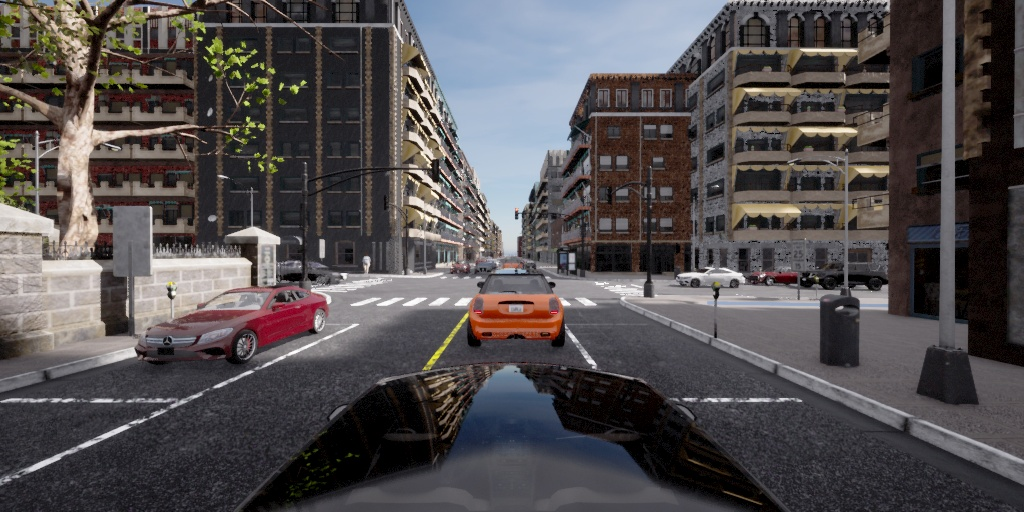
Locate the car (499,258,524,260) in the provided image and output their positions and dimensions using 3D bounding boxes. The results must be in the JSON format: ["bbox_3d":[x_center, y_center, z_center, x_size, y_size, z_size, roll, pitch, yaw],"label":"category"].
[{"bbox_3d":[-0.009,1.099,40.218,2.097,1.767,4.553,0,0,1],"label":"car"}]

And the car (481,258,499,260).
[{"bbox_3d":[-3.171,1.312,49.978,1.994,1.385,4.181,0,0,0],"label":"car"}]

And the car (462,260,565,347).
[{"bbox_3d":[0.113,1.101,9.507,2.097,1.767,4.553,0,0,1],"label":"car"}]

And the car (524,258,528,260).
[{"bbox_3d":[2.605,1.298,51.692,2.007,1.370,4.403,0,0,0],"label":"car"}]

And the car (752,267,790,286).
[{"bbox_3d":[21.334,1.570,28.889,4.097,1.591,1.967,0,0,-1],"label":"car"}]

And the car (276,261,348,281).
[{"bbox_3d":[-13.017,1.047,22.649,4.902,1.511,2.128,1,0,-1],"label":"car"}]

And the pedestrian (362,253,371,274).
[{"bbox_3d":[-12.764,0.651,31.386,0.375,1.860,0.375,0,-1,-1],"label":"pedestrian"}]

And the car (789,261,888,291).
[{"bbox_3d":[24.216,1.417,26.364,5.566,2.045,2.150,1,0,-1],"label":"car"}]

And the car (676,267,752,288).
[{"bbox_3d":[14.474,1.549,26.234,4.674,1.442,1.812,1,0,-2],"label":"car"}]

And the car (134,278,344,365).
[{"bbox_3d":[-5.700,1.331,7.995,1.802,1.307,4.207,0,0,0],"label":"car"}]

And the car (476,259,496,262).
[{"bbox_3d":[-3.160,1.312,41.004,1.994,1.385,4.181,0,0,0],"label":"car"}]

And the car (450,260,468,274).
[{"bbox_3d":[-5.756,1.187,40.406,1.967,1.591,4.097,0,0,0],"label":"car"}]
